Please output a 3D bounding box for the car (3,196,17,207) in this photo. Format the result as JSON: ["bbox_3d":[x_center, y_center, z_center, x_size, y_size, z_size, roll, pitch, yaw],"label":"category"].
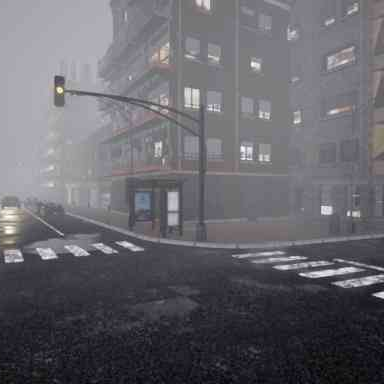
[{"bbox_3d":[-29.336,1.472,53.477,1.882,1.535,5.008,0,0,-30],"label":"car"}]

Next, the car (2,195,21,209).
[{"bbox_3d":[-24.432,1.348,45.018,2.097,1.767,4.553,0,0,-30],"label":"car"}]

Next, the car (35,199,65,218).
[{"bbox_3d":[-12.475,1.547,29.658,2.008,1.369,4.403,0,0,-30],"label":"car"}]

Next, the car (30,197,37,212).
[{"bbox_3d":[-15.295,1.541,34.540,1.887,1.381,4.507,0,0,-30],"label":"car"}]

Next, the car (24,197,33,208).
[{"bbox_3d":[-23.758,1.435,49.188,1.967,1.590,4.097,0,0,-30],"label":"car"}]
